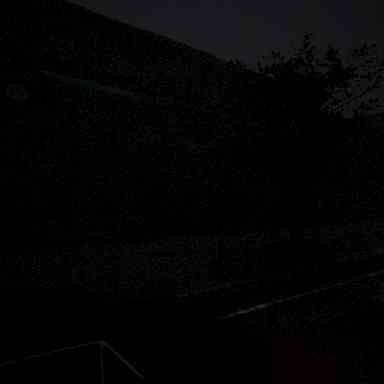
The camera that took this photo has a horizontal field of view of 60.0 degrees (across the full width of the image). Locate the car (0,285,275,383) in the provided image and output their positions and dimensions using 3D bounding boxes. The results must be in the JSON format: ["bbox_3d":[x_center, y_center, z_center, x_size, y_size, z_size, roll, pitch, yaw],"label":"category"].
[{"bbox_3d":[-1.622,1.601,2.526,4.718,1.301,1.895,0,0,-36],"label":"car"}]
